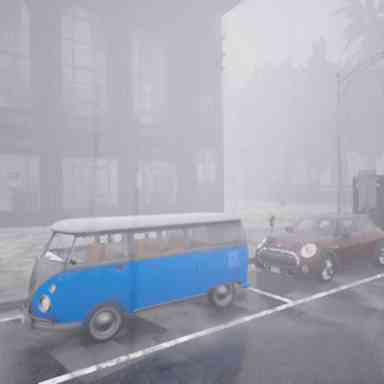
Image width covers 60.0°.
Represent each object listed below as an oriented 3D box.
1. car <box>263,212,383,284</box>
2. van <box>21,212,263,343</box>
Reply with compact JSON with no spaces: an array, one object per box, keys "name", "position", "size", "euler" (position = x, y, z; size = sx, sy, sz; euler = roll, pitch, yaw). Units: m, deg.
[{"name":"car","position":[3.640,1.350,9.251],"size":[4.097,1.590,1.967],"euler":[-1,0,-36]},{"name":"van","position":[-0.777,1.311,6.097],"size":[3.998,1.788,1.690],"euler":[-1,0,-36]}]
